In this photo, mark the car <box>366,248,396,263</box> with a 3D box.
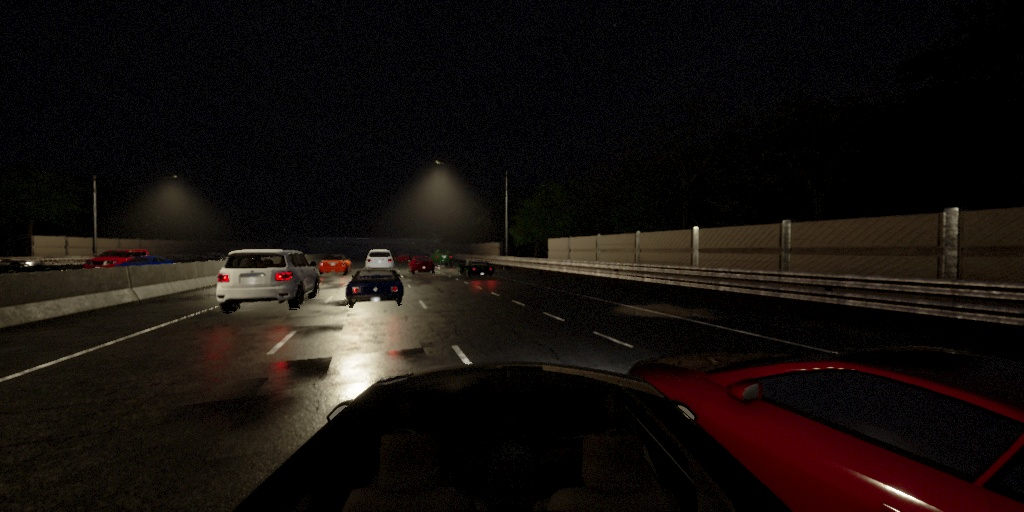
[{"bbox_3d":[-11.617,0.497,31.575,2.150,2.045,5.566,0,1,-20],"label":"car"}]

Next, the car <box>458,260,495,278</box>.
[{"bbox_3d":[-2.897,0.947,27.993,1.895,1.301,4.718,0,1,-20],"label":"car"}]

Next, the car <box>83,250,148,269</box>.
[{"bbox_3d":[-33.955,0.470,31.124,2.150,2.045,5.566,0,1,-19],"label":"car"}]

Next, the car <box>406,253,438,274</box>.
[{"bbox_3d":[-8.062,0.759,31.733,1.882,1.535,5.008,0,1,-20],"label":"car"}]

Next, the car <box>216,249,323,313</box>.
[{"bbox_3d":[-8.803,0.783,13.402,2.150,2.045,5.566,0,1,-20],"label":"car"}]

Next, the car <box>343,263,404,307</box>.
[{"bbox_3d":[-5.419,1.153,14.340,1.895,1.301,4.718,0,1,-20],"label":"car"}]

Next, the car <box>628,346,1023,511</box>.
[{"bbox_3d":[2.542,1.307,2.379,1.994,1.385,4.181,0,1,-20],"label":"car"}]

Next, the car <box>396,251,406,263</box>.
[{"bbox_3d":[-17.238,0.335,57.622,1.882,1.535,5.008,0,1,-19],"label":"car"}]

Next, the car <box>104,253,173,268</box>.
[{"bbox_3d":[-29.366,0.775,28.677,1.882,1.535,5.008,0,1,-20],"label":"car"}]

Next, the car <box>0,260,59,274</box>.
[{"bbox_3d":[-35.770,0.934,25.790,1.895,1.301,4.718,0,1,-20],"label":"car"}]

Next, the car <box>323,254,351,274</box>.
[{"bbox_3d":[-14.923,0.643,30.431,2.097,1.767,4.553,0,1,-20],"label":"car"}]

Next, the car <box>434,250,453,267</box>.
[{"bbox_3d":[-8.797,0.289,44.509,2.150,2.045,5.566,0,0,-19],"label":"car"}]
